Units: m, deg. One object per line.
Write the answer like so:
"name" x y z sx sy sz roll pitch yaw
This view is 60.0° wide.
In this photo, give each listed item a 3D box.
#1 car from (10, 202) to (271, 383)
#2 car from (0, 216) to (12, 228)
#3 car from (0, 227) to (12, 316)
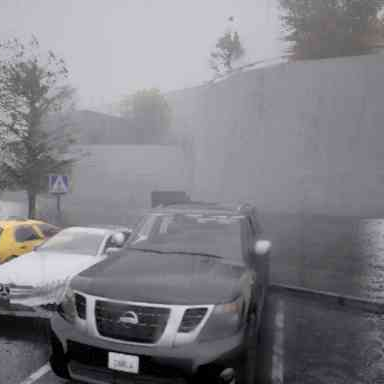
"car" 0.120 1.229 5.684 2.435 2.045 5.566 1 0 16
"car" -4.730 1.441 9.379 1.946 1.575 5.366 0 -1 15
"car" -2.324 1.501 7.460 2.002 1.452 4.674 1 0 15
